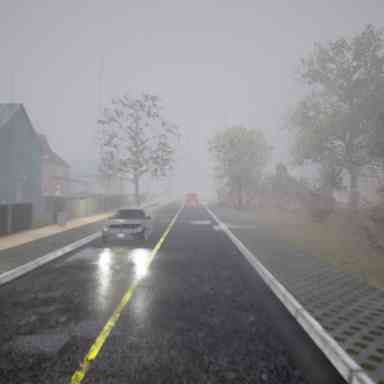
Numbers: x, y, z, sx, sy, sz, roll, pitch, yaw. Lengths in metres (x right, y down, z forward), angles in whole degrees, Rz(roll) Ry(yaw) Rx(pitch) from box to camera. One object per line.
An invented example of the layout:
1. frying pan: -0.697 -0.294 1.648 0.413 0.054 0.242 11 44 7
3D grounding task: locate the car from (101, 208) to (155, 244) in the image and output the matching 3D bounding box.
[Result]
1. car: -2.828 1.488 15.602 1.812 1.442 4.674 0 0 0

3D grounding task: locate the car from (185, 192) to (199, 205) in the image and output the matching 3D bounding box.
1. car: -0.045 1.095 55.465 2.150 2.045 5.566 0 0 0
